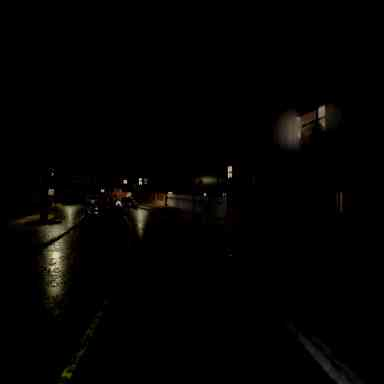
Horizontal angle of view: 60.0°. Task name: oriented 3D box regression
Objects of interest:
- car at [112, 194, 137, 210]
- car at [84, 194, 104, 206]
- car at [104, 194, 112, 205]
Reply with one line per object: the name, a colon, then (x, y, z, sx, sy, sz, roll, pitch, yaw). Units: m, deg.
car: (-7.554, 1.287, 38.137, 2.033, 1.411, 5.357, 0, 1, -20)
car: (-14.159, 1.065, 46.852, 2.128, 1.511, 4.902, 0, 1, -22)
car: (-12.111, 1.055, 49.528, 2.128, 1.511, 4.902, 0, 1, -22)
